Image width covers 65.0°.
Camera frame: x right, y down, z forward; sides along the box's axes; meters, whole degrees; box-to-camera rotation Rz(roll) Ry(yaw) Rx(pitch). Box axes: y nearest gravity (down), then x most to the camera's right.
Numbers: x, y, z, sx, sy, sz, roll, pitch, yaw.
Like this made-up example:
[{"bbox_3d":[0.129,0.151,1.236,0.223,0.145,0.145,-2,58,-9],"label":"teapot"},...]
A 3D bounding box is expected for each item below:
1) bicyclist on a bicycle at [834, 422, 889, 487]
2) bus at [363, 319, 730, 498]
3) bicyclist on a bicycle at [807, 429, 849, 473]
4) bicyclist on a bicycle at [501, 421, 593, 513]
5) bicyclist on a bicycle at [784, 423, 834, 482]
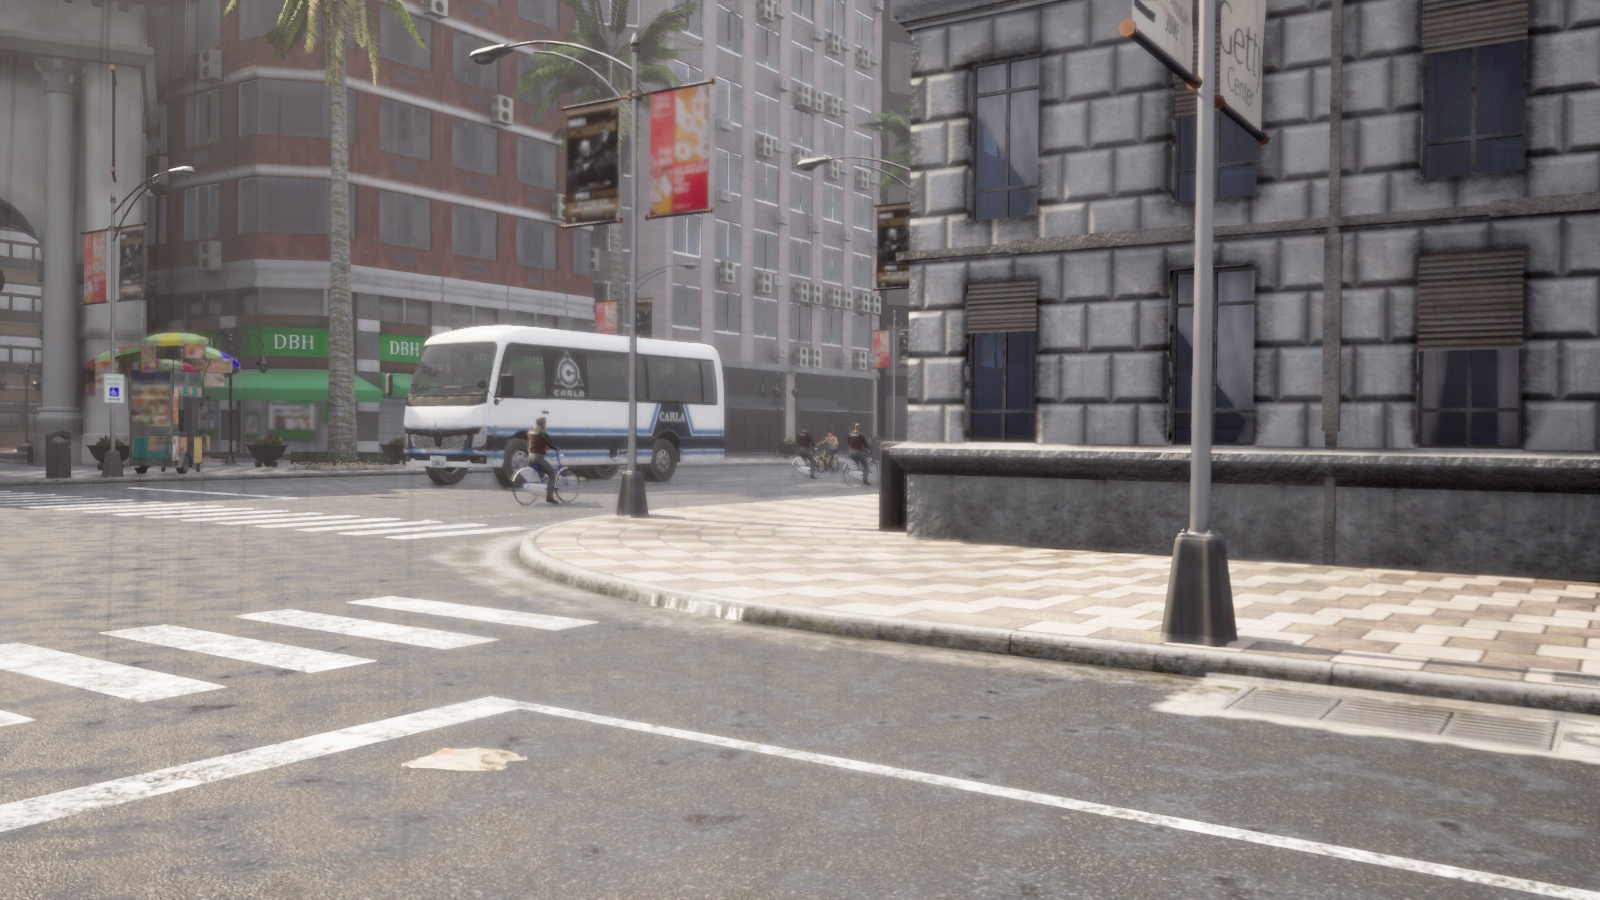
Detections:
[{"bbox_3d":[1.733,0.104,35.314,0.659,1.776,1.843,0,1,34],"label":"bicyclist on a bicycle"},{"bbox_3d":[-6.666,-1.071,35.331,3.944,4.253,10.273,0,1,34],"label":"bus"},{"bbox_3d":[1.057,0.025,46.535,0.866,1.612,1.509,0,1,34],"label":"bicyclist on a bicycle"},{"bbox_3d":[-5.035,0.304,25.133,0.659,1.776,1.843,0,1,34],"label":"bicyclist on a bicycle"},{"bbox_3d":[0.291,0.061,39.428,0.659,1.776,1.843,0,1,34],"label":"bicyclist on a bicycle"}]
